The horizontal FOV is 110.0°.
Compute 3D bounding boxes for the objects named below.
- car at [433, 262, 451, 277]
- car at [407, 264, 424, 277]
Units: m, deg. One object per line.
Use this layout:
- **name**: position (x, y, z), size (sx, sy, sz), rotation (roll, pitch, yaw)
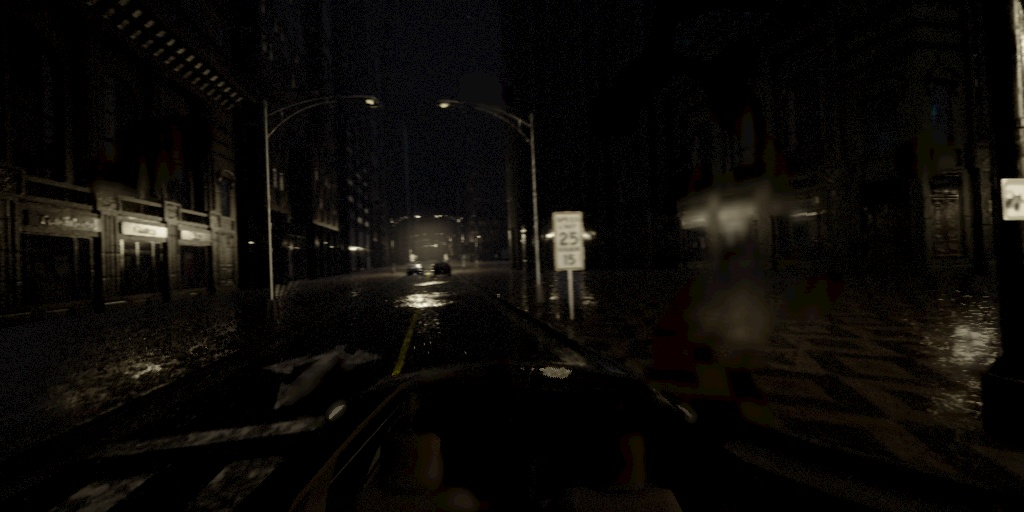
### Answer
- **car**: position (-7.877, 1.480, 40.449), size (1.882, 1.535, 5.008), rotation (-2, 0, -12)
- **car**: position (-11.670, 1.694, 43.618), size (2.033, 1.411, 5.357), rotation (-2, 0, -12)
